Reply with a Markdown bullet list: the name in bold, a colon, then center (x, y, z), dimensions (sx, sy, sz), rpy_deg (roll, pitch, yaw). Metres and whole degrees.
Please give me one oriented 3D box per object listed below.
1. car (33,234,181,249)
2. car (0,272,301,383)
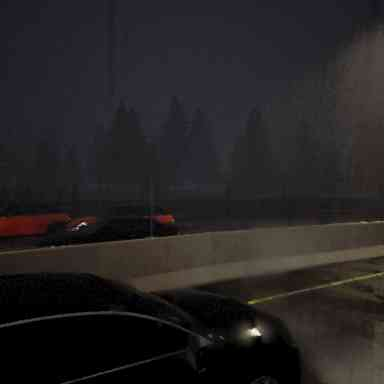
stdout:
- **car**: center (-2.481, 1.490, 10.521), dimensions (4.674, 1.442, 1.812), rpy_deg (0, 0, -32)
- **car**: center (-1.121, 1.494, 2.800), dimensions (4.892, 1.490, 1.837), rpy_deg (0, 0, -35)
